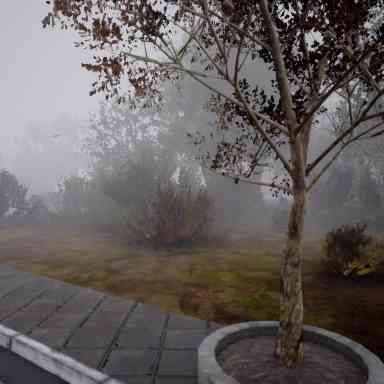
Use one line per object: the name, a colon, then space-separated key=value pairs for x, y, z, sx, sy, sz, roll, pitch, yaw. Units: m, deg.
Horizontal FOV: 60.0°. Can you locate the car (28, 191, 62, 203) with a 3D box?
car: x=-18.630 y=0.947 z=41.317 sx=2.150 sy=2.045 sz=5.566 roll=1 pitch=0 yaw=32
